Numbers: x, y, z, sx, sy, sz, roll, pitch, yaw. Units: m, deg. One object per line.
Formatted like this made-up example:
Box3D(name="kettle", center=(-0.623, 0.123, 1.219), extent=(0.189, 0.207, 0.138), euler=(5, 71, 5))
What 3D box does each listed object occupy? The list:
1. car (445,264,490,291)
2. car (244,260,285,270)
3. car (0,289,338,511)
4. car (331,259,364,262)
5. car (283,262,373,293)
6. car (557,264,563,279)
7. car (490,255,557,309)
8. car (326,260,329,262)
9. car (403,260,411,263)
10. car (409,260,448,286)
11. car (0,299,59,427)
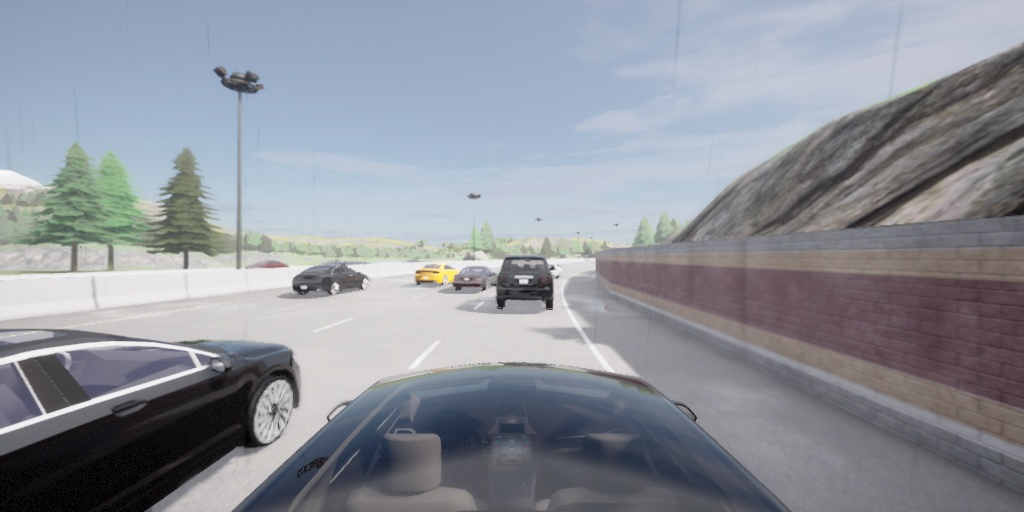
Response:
Box3D(name="car", center=(-2.109, 1.305, 21.937), extent=(2.033, 1.411, 5.357), euler=(0, 0, 8))
Box3D(name="car", center=(-27.310, 1.190, 40.010), extent=(1.812, 1.442, 4.674), euler=(0, 0, 13))
Box3D(name="car", center=(-3.377, 1.228, 2.295), extent=(2.128, 1.511, 4.902), euler=(0, 0, -1))
Box3D(name="car", center=(-16.879, 1.256, 38.765), extent=(2.033, 1.411, 5.357), euler=(0, 0, 11))
Box3D(name="car", center=(-9.455, 1.229, 19.152), extent=(1.837, 1.490, 4.892), euler=(0, 0, 6))
Box3D(name="car", center=(3.575, 1.316, 33.145), extent=(1.812, 1.442, 4.674), euler=(0, 0, 13))
Box3D(name="car", center=(0.641, 0.985, 15.193), extent=(2.150, 2.045, 5.566), euler=(0, 0, 5))
Box3D(name="car", center=(-22.370, 1.183, 45.263), extent=(2.128, 1.511, 4.902), euler=(0, 0, 16))
Box3D(name="car", center=(-15.551, 1.275, 55.406), extent=(2.033, 1.411, 5.357), euler=(0, 0, 20))
Box3D(name="car", center=(-5.112, 1.225, 25.186), extent=(1.882, 1.535, 5.008), euler=(0, 0, 9))
Box3D(name="car", center=(-6.912, 1.268, 1.998), extent=(2.033, 1.411, 5.357), euler=(0, 0, 0))
